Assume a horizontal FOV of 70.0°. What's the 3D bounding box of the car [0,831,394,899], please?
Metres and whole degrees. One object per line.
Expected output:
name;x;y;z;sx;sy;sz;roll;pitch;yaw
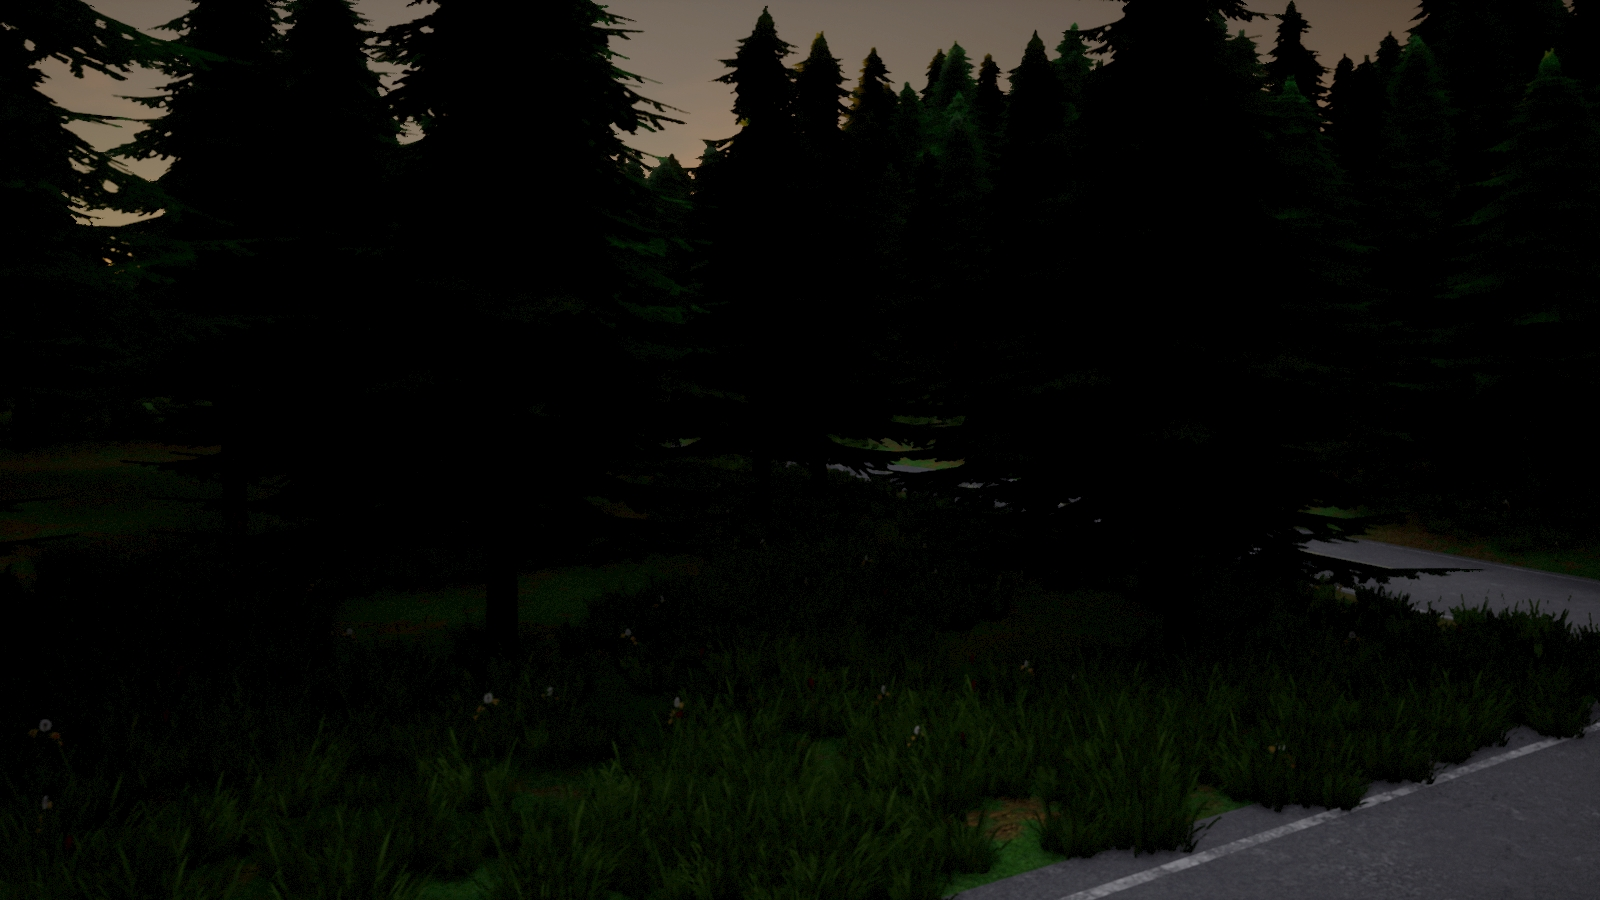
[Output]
car;-2.953;2.063;1.692;4.792;1.488;2.163;0;0;-35
